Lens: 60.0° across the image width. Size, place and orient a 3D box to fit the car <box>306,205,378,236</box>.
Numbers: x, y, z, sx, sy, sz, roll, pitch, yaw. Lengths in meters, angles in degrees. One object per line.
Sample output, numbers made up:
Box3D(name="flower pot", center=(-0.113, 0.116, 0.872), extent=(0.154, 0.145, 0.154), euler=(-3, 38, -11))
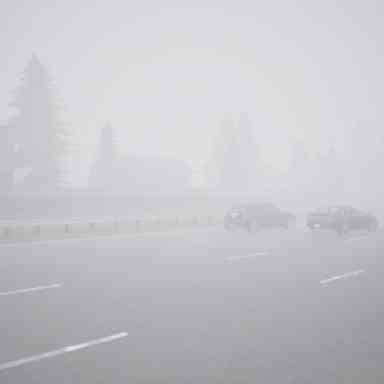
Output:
Box3D(name="car", center=(8.322, 1.493, 18.272), extent=(4.902, 1.511, 2.128), euler=(0, 0, -35))

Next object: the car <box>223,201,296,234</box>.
Box3D(name="car", center=(4.047, 1.354, 19.526), extent=(4.553, 1.767, 2.097), euler=(0, 0, -35))
